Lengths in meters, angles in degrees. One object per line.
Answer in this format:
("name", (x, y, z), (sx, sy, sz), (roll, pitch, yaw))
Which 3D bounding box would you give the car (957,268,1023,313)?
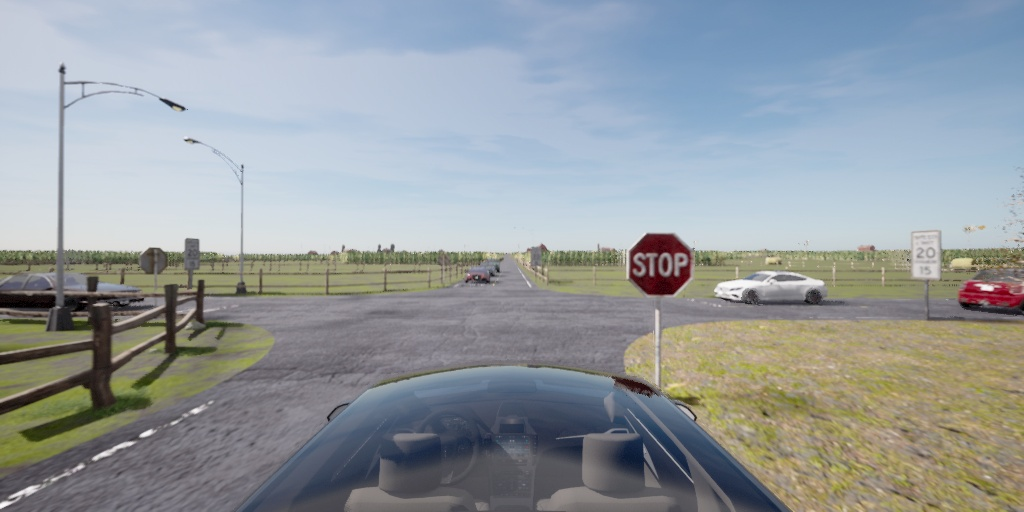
("car", (20.355, 1.278, 13.767), (4.553, 1.767, 2.097), (0, 0, 0))

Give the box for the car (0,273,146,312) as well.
("car", (-17.398, 1.360, 13.647), (5.357, 1.411, 2.033), (0, 0, 0))

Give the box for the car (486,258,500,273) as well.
("car", (-2.874, 1.368, 51.596), (2.150, 2.045, 5.566), (0, -1, 0))

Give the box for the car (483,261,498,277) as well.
("car", (-2.882, 1.576, 40.760), (1.837, 1.490, 4.892), (0, 0, 0))

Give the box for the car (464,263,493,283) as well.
("car", (-2.866, 1.560, 30.441), (1.994, 1.385, 4.181), (0, 0, -2))

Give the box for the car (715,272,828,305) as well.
("car", (11.933, 1.442, 16.613), (4.674, 1.442, 1.812), (0, 0, -2))
